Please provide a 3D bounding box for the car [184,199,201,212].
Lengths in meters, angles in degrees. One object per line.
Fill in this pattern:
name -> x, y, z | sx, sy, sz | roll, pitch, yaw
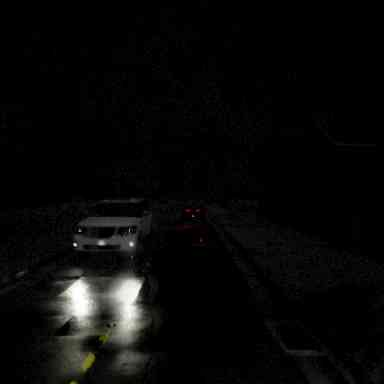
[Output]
car -> 0.106, 1.720, 43.394 | 2.128, 1.511, 4.902 | 0, -1, 0

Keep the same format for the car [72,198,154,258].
car -> -2.822, 1.259, 13.209 | 2.150, 2.045, 5.566 | 0, 0, 0

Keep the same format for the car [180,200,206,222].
car -> 0.091, 1.595, 27.055 | 2.128, 1.511, 4.902 | 0, 0, 0
